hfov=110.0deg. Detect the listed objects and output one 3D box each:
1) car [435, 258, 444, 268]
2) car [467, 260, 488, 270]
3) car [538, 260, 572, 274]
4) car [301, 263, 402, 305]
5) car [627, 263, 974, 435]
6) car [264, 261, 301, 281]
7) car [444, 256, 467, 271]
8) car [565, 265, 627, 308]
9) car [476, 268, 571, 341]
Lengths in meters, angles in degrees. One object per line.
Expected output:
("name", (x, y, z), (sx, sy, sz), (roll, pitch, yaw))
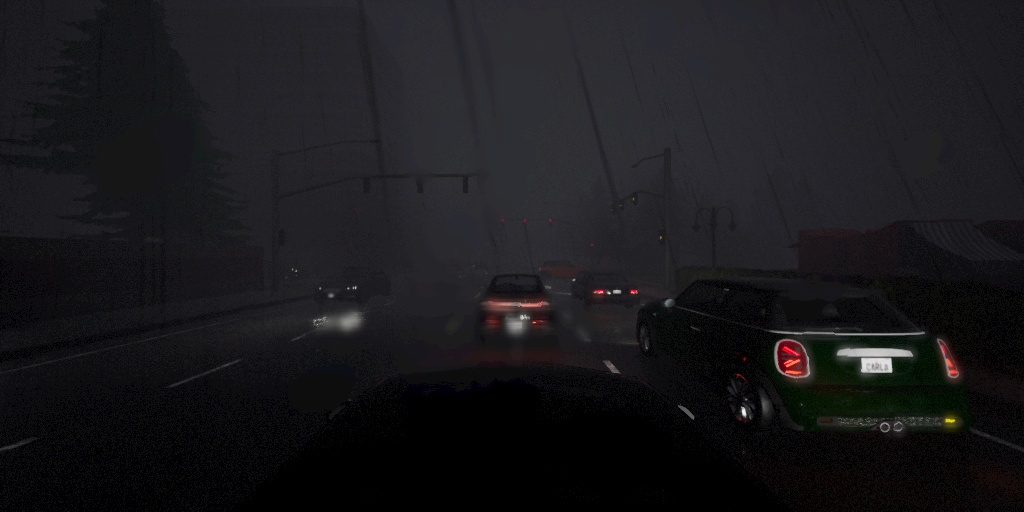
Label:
("car", (-10.192, 1.351, 56.521), (1.895, 1.301, 4.718), (0, 0, -26))
("car", (-4.714, 1.314, 51.535), (1.994, 1.385, 4.181), (0, 0, -18))
("car", (4.292, 1.140, 29.357), (4.553, 1.767, 2.097), (0, 0, 1))
("car", (-6.882, 1.241, 16.086), (2.128, 1.511, 4.902), (0, 0, 0))
("car", (3.630, 1.102, 5.677), (2.097, 1.767, 4.553), (0, 0, 0))
("car", (-19.409, 1.158, 29.728), (4.553, 1.767, 2.097), (0, 0, 1))
("car", (-7.624, 1.102, 47.906), (2.097, 1.767, 4.553), (0, 0, -12))
("car", (3.707, 1.297, 15.050), (2.033, 1.411, 5.357), (0, 0, 1))
("car", (0.135, 1.242, 9.873), (2.128, 1.511, 4.902), (0, 0, 1))
